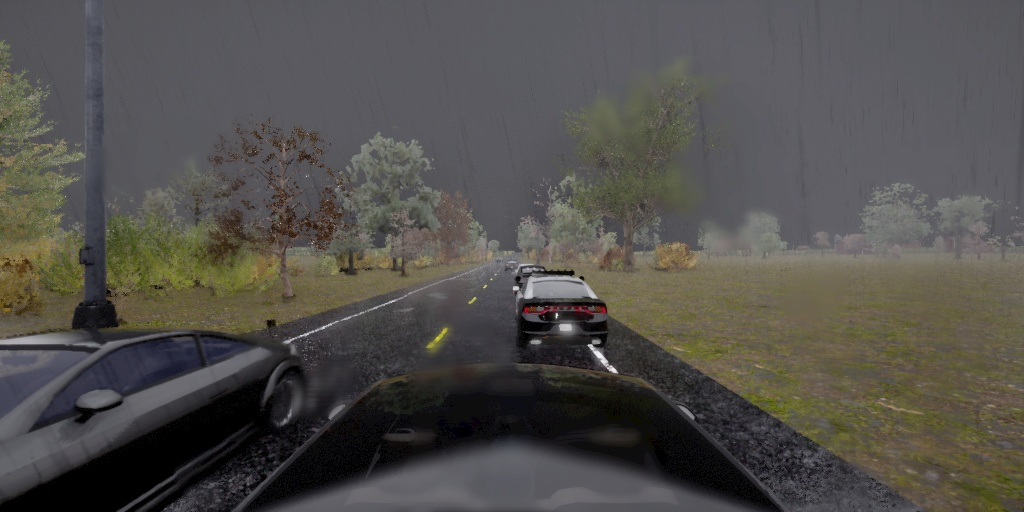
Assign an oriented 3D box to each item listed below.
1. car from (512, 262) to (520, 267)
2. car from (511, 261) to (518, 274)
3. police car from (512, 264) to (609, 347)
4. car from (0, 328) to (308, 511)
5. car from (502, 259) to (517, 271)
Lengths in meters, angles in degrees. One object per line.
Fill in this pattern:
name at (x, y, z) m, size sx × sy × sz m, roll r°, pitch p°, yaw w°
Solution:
car at (1.056, 1.248, 19.306) m, size 1.837 × 1.490 × 4.892 m, roll 0°, pitch 0°, yaw 0°
car at (1.058, 1.265, 25.307) m, size 1.812 × 1.442 × 4.674 m, roll 0°, pitch 0°, yaw 0°
police car at (1.053, 1.173, 9.415) m, size 1.930 × 1.638 × 5.238 m, roll 0°, pitch 0°, yaw 0°
car at (-3.499, 1.314, 2.689) m, size 1.994 × 1.385 × 4.181 m, roll 0°, pitch 0°, yaw 0°
car at (0.051, 1.238, 47.420) m, size 1.812 × 1.442 × 4.674 m, roll 0°, pitch 0°, yaw 1°
